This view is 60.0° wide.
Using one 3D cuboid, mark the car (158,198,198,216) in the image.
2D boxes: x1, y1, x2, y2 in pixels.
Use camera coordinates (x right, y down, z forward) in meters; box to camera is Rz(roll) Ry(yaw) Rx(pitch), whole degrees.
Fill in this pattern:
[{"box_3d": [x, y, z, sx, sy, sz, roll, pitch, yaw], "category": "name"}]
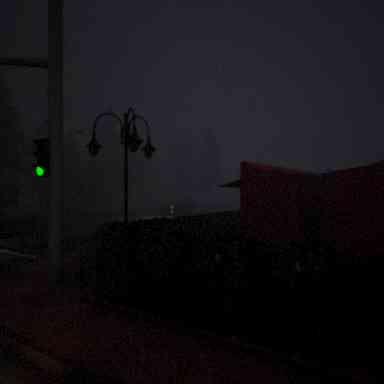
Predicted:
[{"box_3d": [-1.351, 1.410, 33.271, 2.097, 1.767, 4.553, 0, 0, 36], "category": "car"}]
